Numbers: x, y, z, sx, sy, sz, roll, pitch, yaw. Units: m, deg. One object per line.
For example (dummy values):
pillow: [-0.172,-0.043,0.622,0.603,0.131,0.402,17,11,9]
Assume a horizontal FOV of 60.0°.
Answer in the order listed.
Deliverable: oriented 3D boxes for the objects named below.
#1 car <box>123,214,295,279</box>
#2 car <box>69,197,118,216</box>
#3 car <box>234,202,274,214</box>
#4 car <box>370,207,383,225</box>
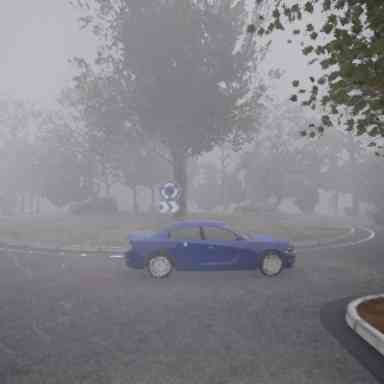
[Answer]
car: [0.514,1.583,9.917,5.008,1.535,1.882,0,0,-3]
car: [-11.354,1.630,38.684,5.566,2.045,2.150,1,-2,-37]
car: [7.268,1.906,39.306,4.902,1.511,2.128,0,-1,36]
car: [14.512,1.729,23.873,1.882,1.535,5.008,1,-1,10]
